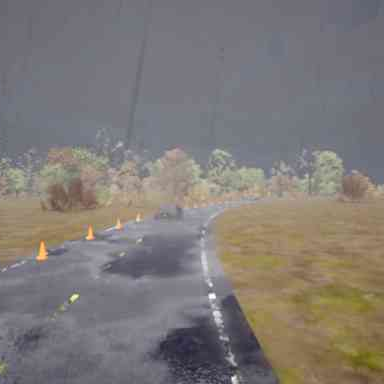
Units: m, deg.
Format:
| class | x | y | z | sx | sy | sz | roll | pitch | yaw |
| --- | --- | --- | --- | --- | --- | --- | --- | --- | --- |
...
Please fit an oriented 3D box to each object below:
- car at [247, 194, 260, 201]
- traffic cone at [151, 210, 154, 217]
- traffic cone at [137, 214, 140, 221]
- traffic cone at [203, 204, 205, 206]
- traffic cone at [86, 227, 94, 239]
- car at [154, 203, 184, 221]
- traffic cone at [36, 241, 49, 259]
| class | x | y | z | sx | sy | sz | roll | pitch | yaw |
| --- | --- | --- | --- | --- | --- | --- | --- | --- | --- |
| car | 15.021 | 1.307 | 81.191 | 2.097 | 1.767 | 4.553 | -1 | 0 | 28 |
| traffic cone | -3.717 | 2.072 | 32.073 | 0.340 | 0.580 | 0.340 | -1 | 0 | 8 |
| traffic cone | -4.366 | 2.070 | 27.024 | 0.340 | 0.580 | 0.340 | -1 | 0 | 6 |
| traffic cone | 2.050 | 2.048 | 56.836 | 0.340 | 0.580 | 0.340 | -1 | 0 | 18 |
| traffic cone | -5.153 | 2.058 | 16.875 | 0.340 | 0.580 | 0.340 | -1 | 0 | 3 |
| car | -1.879 | 1.648 | 27.928 | 1.994 | 1.385 | 4.181 | -1 | 0 | 7 |
| traffic cone | -5.290 | 2.048 | 11.786 | 0.340 | 0.580 | 0.340 | -1 | 0 | 1 |
